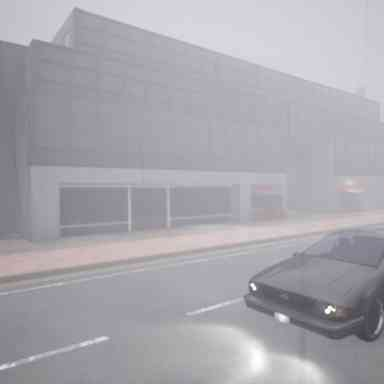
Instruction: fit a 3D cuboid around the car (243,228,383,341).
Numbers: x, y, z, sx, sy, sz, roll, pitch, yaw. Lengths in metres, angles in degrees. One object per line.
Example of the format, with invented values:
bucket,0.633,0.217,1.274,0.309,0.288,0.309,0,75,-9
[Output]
car,3.482,1.465,6.561,5.357,1.411,2.033,-1,0,-36
